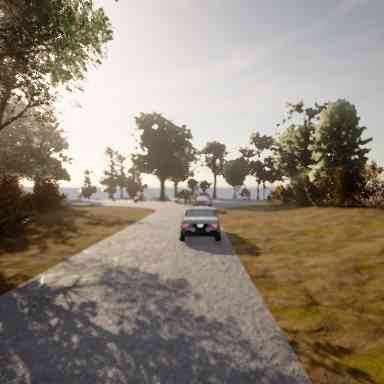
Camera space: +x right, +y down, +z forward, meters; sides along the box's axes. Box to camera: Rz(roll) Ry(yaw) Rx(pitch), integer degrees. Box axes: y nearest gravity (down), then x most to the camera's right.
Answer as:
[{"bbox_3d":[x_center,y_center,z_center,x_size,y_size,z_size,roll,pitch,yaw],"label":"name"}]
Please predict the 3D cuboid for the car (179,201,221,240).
[{"bbox_3d":[0.383,1.392,16.045,2.033,1.411,5.357,0,1,1],"label":"car"}]

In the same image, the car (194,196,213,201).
[{"bbox_3d":[1.126,1.157,33.622,1.812,1.442,4.674,0,1,6],"label":"car"}]
